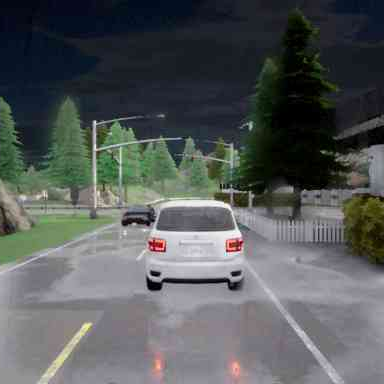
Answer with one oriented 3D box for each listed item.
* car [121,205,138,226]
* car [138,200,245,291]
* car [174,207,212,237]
[{"bbox_3d":[-3.600,1.603,23.345,2.033,1.411,5.357,0,0,0],"label":"car"},{"bbox_3d":[0.065,1.221,9.170,2.150,2.045,5.566,0,0,0],"label":"car"},{"bbox_3d":[0.020,1.601,18.934,1.895,1.301,4.718,0,0,0],"label":"car"}]
